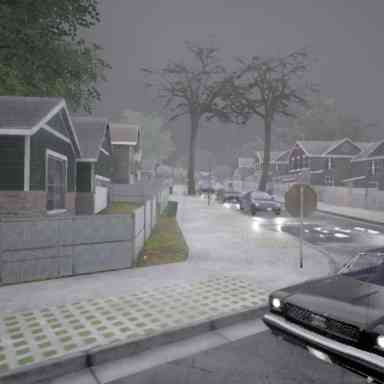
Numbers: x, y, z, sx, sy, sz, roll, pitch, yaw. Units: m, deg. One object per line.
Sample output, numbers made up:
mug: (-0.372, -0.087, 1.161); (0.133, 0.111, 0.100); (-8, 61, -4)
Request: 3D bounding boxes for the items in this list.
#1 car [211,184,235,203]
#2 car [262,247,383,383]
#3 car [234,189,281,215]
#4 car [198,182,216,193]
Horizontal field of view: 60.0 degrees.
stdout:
car: (3.560, 0.243, 32.587); (2.033, 1.411, 5.357); (1, 3, -6)
car: (3.351, 1.604, 5.158); (4.718, 1.301, 1.895); (0, 0, -33)
car: (4.557, 0.690, 22.883); (1.812, 1.442, 4.674); (1, 3, -6)
car: (1.997, -0.567, 47.970); (1.882, 1.535, 5.008); (1, 2, -5)
